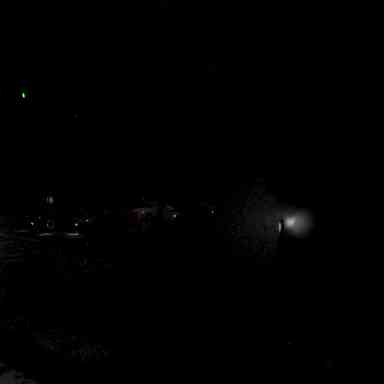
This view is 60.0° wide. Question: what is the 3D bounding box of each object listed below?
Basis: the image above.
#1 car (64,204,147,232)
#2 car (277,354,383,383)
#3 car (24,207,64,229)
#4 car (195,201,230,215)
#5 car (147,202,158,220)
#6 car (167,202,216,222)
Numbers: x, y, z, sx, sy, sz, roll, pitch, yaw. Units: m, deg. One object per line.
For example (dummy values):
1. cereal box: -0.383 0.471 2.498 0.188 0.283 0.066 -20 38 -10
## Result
1. car: -5.328 1.632 21.139 1.812 1.442 4.674 1 0 35
2. car: 2.408 1.545 1.243 4.507 1.381 1.887 0 1 35
3. car: -8.542 1.652 22.229 1.895 1.301 4.718 1 0 35
4. car: 2.348 1.777 37.596 1.994 1.385 4.181 1 0 36
5. car: -3.406 1.653 29.486 1.812 1.442 4.674 1 0 35
6. car: 0.023 1.677 28.706 2.128 1.511 4.902 1 0 35
